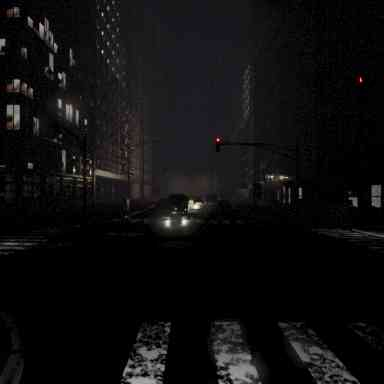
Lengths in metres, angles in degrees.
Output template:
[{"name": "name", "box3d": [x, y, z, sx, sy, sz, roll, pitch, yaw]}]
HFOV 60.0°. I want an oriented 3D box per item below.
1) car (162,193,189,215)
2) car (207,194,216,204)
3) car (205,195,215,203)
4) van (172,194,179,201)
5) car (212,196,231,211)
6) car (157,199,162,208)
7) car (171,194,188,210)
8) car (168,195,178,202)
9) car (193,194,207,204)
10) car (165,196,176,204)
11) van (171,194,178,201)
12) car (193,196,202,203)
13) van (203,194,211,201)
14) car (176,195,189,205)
[{"name": "car", "box3d": [-1.525, 1.239, 33.932, 2.150, 2.045, 5.566, 0, 0, 0]}, {"name": "car", "box3d": [3.750, 1.313, 63.865, 2.192, 1.841, 5.009, 0, 0, 0]}, {"name": "car", "box3d": [3.723, 1.432, 69.393, 1.967, 1.590, 4.097, 0, 0, 0]}, {"name": "van", "box3d": [-4.236, 1.315, 85.938, 1.690, 1.788, 3.998, 0, 0, 0]}, {"name": "car", "box3d": [3.904, 1.579, 41.756, 1.947, 1.339, 4.313, 0, 0, 0]}, {"name": "car", "box3d": [-4.052, 1.593, 47.245, 1.802, 1.307, 4.206, 0, 0, 0]}, {"name": "car", "box3d": [-1.575, 1.234, 45.074, 2.150, 2.045, 5.566, 0, 0, 0]}, {"name": "car", "box3d": [-4.183, 1.426, 74.883, 1.967, 1.590, 4.097, 0, 0, 0]}, {"name": "car", "box3d": [1.275, 1.524, 62.977, 1.812, 1.442, 4.674, 0, 0, 0]}, {"name": "car", "box3d": [-4.131, 1.564, 63.828, 1.947, 1.339, 4.313, 0, 0, 0]}, {"name": "van", "box3d": [-4.210, 1.321, 80.410, 1.690, 1.788, 3.998, 0, 0, 0]}, {"name": "car", "box3d": [1.150, 1.528, 73.284, 2.033, 1.411, 5.357, 0, 0, 0]}, {"name": "van", "box3d": [3.670, 1.321, 80.448, 1.690, 1.788, 3.998, 0, 0, 0]}, {"name": "car", "box3d": [-1.611, 1.357, 58.273, 2.097, 1.767, 4.553, 0, 0, 0]}]
